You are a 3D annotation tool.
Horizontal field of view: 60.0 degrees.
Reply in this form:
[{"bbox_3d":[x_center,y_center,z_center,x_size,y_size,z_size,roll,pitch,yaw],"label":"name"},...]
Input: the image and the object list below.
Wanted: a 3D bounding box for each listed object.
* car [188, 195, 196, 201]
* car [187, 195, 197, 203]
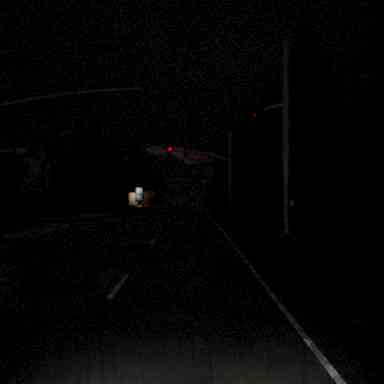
[{"bbox_3d":[0.007,1.471,78.838,1.895,1.301,4.718,0,0,0],"label":"car"},{"bbox_3d":[0.006,1.448,68.423,1.837,1.490,4.892,0,0,0],"label":"car"}]
